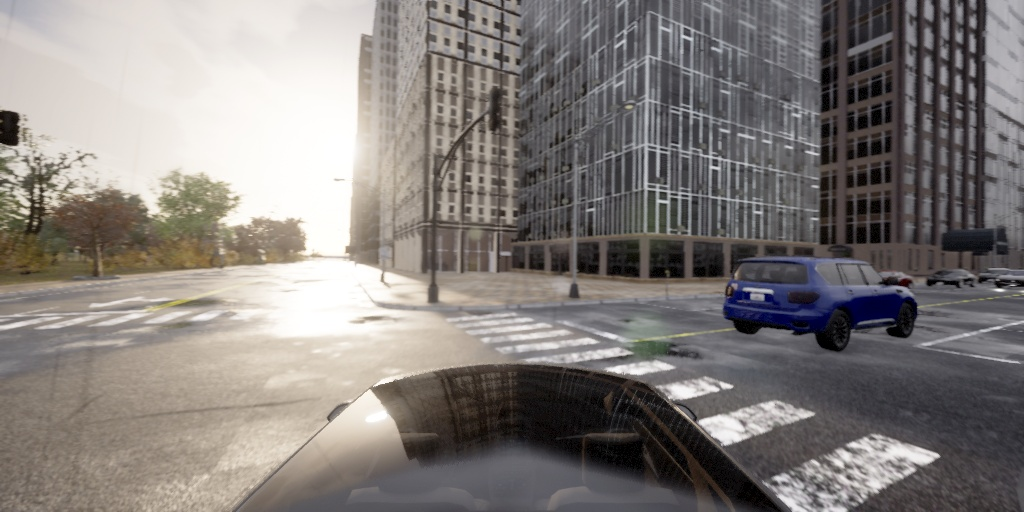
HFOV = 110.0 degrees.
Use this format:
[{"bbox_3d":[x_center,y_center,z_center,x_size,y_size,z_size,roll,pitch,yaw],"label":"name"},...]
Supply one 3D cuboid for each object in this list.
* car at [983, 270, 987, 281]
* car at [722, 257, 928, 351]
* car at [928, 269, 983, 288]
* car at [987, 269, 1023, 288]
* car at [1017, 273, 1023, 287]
[{"bbox_3d":[44.536,1.835,32.802,4.313,1.339,1.948,0,0,-25],"label":"car"},{"bbox_3d":[8.029,1.058,9.340,5.566,2.045,2.150,1,0,-25],"label":"car"},{"bbox_3d":[34.240,1.720,27.959,4.313,1.339,1.948,0,0,-25],"label":"car"},{"bbox_3d":[38.575,1.738,27.025,5.357,1.411,2.033,1,0,-25],"label":"car"},{"bbox_3d":[17.254,1.366,10.572,4.097,1.591,1.967,0,0,-25],"label":"car"}]
